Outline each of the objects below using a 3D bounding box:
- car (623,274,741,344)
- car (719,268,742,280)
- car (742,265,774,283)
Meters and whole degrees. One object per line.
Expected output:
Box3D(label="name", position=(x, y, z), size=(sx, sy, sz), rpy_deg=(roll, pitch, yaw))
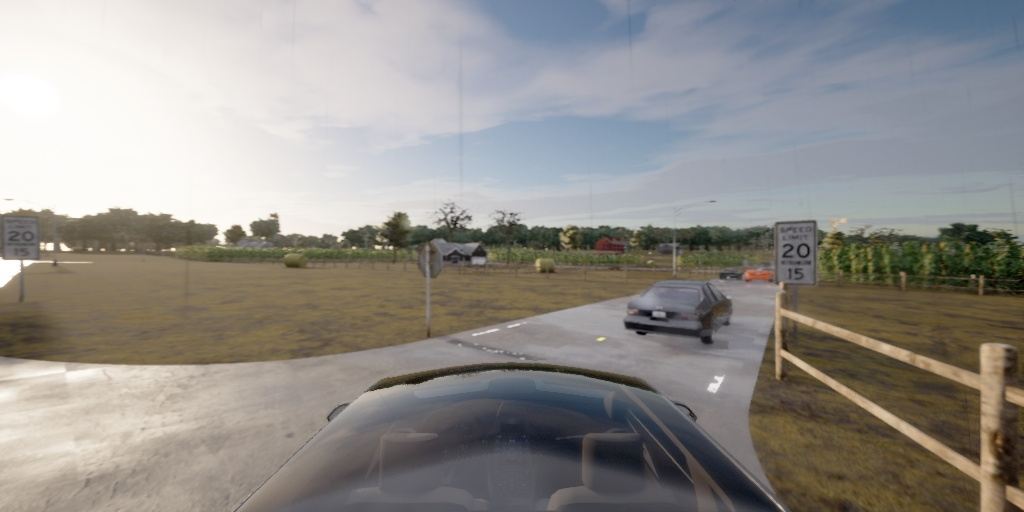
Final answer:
Box3D(label="car", position=(4.830, 1.380, 10.021), size=(2.033, 1.411, 5.357), rpy_deg=(0, -1, 38))
Box3D(label="car", position=(24.163, 1.995, 39.544), size=(1.895, 1.301, 4.718), rpy_deg=(0, -1, 38))
Box3D(label="car", position=(24.292, 1.674, 35.120), size=(2.097, 1.767, 4.553), rpy_deg=(0, -1, 38))
